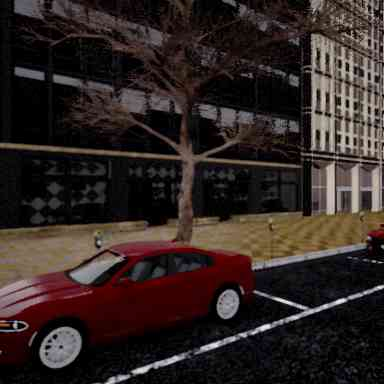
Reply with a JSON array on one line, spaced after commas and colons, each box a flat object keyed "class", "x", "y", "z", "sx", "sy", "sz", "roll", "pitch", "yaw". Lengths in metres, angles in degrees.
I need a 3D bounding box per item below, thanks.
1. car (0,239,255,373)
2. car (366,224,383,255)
[{"class": "car", "x": -0.914, "y": 1.546, "z": 5.630, "sx": 4.507, "sy": 1.381, "sz": 1.887, "roll": 0, "pitch": 0, "yaw": -36}, {"class": "car", "x": 8.089, "y": 1.546, "z": 12.115, "sx": 4.507, "sy": 1.381, "sz": 1.887, "roll": 0, "pitch": 0, "yaw": -36}]
